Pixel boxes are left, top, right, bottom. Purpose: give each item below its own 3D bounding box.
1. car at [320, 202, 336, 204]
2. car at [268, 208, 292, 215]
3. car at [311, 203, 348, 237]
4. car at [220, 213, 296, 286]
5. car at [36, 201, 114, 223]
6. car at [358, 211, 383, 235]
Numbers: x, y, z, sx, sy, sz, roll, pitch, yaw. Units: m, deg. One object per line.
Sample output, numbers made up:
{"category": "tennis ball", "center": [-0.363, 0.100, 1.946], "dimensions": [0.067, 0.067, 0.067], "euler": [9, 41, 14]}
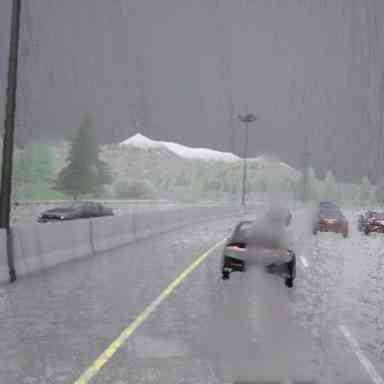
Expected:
{"category": "car", "center": [16.025, 2.203, 39.155], "dimensions": [2.150, 2.045, 5.566], "euler": [3, 0, 25]}
{"category": "car", "center": [7.244, 2.014, 27.672], "dimensions": [2.033, 1.411, 5.357], "euler": [3, 0, 20]}
{"category": "car", "center": [9.242, 1.917, 22.564], "dimensions": [2.097, 1.767, 4.553], "euler": [3, 0, 18]}
{"category": "car", "center": [2.035, 1.628, 10.044], "dimensions": [2.128, 1.511, 4.902], "euler": [3, 0, 13]}
{"category": "car", "center": [-6.582, 1.227, 19.608], "dimensions": [2.033, 1.411, 5.357], "euler": [3, 0, 16]}
{"category": "car", "center": [13.488, 2.157, 24.229], "dimensions": [2.097, 1.767, 4.553], "euler": [3, 0, 19]}
